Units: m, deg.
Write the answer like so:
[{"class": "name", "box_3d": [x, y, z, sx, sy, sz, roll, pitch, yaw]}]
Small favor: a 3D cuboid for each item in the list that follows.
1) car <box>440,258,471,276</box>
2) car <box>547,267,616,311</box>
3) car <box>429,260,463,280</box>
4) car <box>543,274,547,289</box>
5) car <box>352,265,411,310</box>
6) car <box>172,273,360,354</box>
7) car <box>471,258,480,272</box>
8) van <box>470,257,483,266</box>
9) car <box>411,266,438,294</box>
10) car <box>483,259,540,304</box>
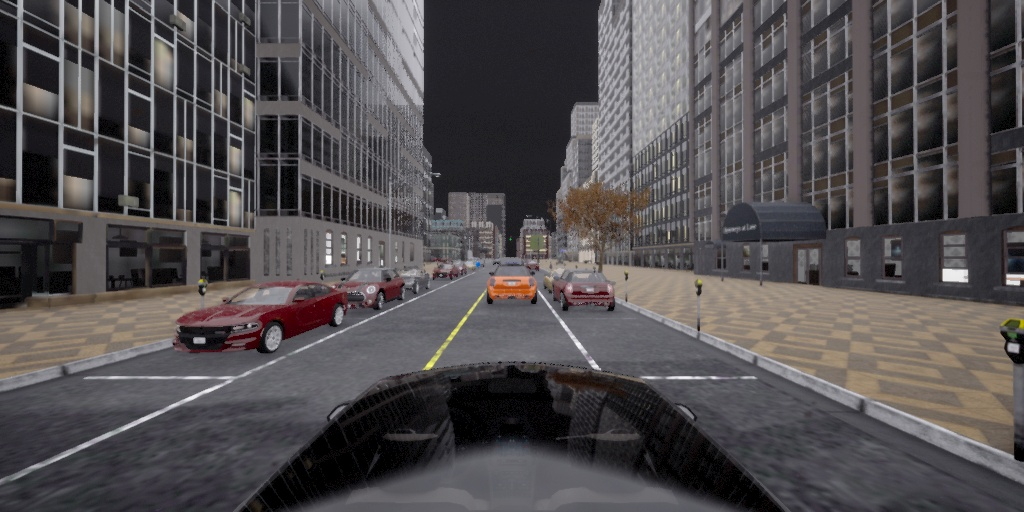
[{"class": "car", "box_3d": [-5.691, 1.191, 36.469, 1.967, 1.591, 4.097, 0, 0, 0]}, {"class": "car", "box_3d": [2.690, 1.190, 14.312, 1.967, 1.591, 4.097, 0, 0, 0]}, {"class": "car", "box_3d": [-5.691, 1.296, 30.929, 1.888, 1.381, 4.507, 0, 0, 0]}, {"class": "car", "box_3d": [2.690, 1.276, 20.021, 1.751, 1.417, 4.829, 0, 0, 0]}, {"class": "car", "box_3d": [-5.691, 1.190, 14.311, 1.967, 1.591, 4.097, 0, 0, 0]}, {"class": "car", "box_3d": [-5.691, 1.295, 8.772, 1.888, 1.381, 4.507, 0, 0, 0]}, {"class": "car", "box_3d": [-5.691, 1.278, 47.377, 1.751, 1.417, 4.829, 0, 0, 0]}, {"class": "van", "box_3d": [-5.690, 1.093, 53.086, 1.690, 1.789, 3.998, 0, 0, 0]}, {"class": "car", "box_3d": [-5.691, 1.301, 19.851, 2.007, 1.370, 4.403, 0, 0, 0]}, {"class": "car", "box_3d": [0.000, 1.118, 16.470, 2.097, 1.767, 4.553, 0, 0, 0]}]
